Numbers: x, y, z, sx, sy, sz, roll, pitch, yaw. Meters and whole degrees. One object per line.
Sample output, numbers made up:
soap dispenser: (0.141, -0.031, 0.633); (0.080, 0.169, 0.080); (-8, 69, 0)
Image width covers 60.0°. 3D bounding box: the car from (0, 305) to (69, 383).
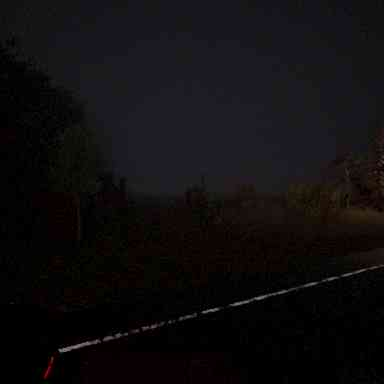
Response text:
car: (-3.224, 1.505, 1.694); (4.892, 1.490, 1.837); (0, 0, -36)
